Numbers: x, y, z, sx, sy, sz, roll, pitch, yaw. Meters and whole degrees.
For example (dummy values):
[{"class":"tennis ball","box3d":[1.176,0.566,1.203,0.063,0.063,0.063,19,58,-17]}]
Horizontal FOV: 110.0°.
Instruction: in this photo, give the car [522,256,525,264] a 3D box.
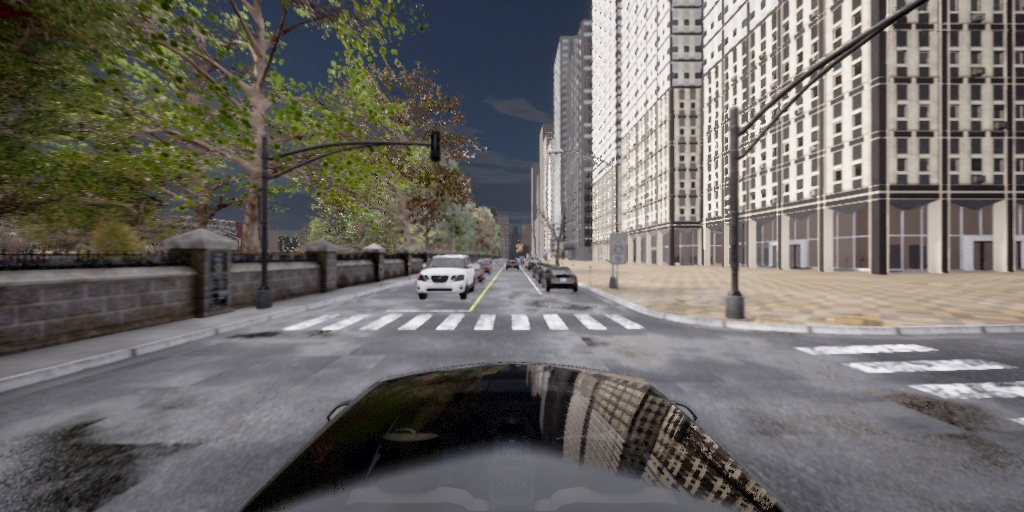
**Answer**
[{"class":"car","box3d":[3.090,1.021,56.088,2.097,1.767,4.553,0,0,0]}]

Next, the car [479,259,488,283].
[{"class":"car","box3d":[-3.096,1.228,27.899,1.812,1.442,4.674,0,0,0]}]

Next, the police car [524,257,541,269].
[{"class":"police car","box3d":[3.114,1.100,49.228,1.930,1.638,5.238,0,0,0]}]

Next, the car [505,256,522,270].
[{"class":"car","box3d":[0.080,1.179,49.850,1.837,1.490,4.892,0,0,0]}]

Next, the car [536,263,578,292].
[{"class":"car","box3d":[2.680,1.281,20.807,1.948,1.339,4.313,0,0,0]}]

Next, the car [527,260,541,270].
[{"class":"car","box3d":[2.676,1.263,32.072,1.948,1.339,4.313,0,0,0]}]

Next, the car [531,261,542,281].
[{"class":"car","box3d":[2.678,1.271,26.440,1.948,1.339,4.313,0,0,0]}]

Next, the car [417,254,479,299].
[{"class":"car","box3d":[-3.106,0.941,18.020,2.150,2.045,5.566,0,0,0]}]

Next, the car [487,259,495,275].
[{"class":"car","box3d":[-3.108,1.288,38.223,1.895,1.301,4.718,0,0,0]}]
